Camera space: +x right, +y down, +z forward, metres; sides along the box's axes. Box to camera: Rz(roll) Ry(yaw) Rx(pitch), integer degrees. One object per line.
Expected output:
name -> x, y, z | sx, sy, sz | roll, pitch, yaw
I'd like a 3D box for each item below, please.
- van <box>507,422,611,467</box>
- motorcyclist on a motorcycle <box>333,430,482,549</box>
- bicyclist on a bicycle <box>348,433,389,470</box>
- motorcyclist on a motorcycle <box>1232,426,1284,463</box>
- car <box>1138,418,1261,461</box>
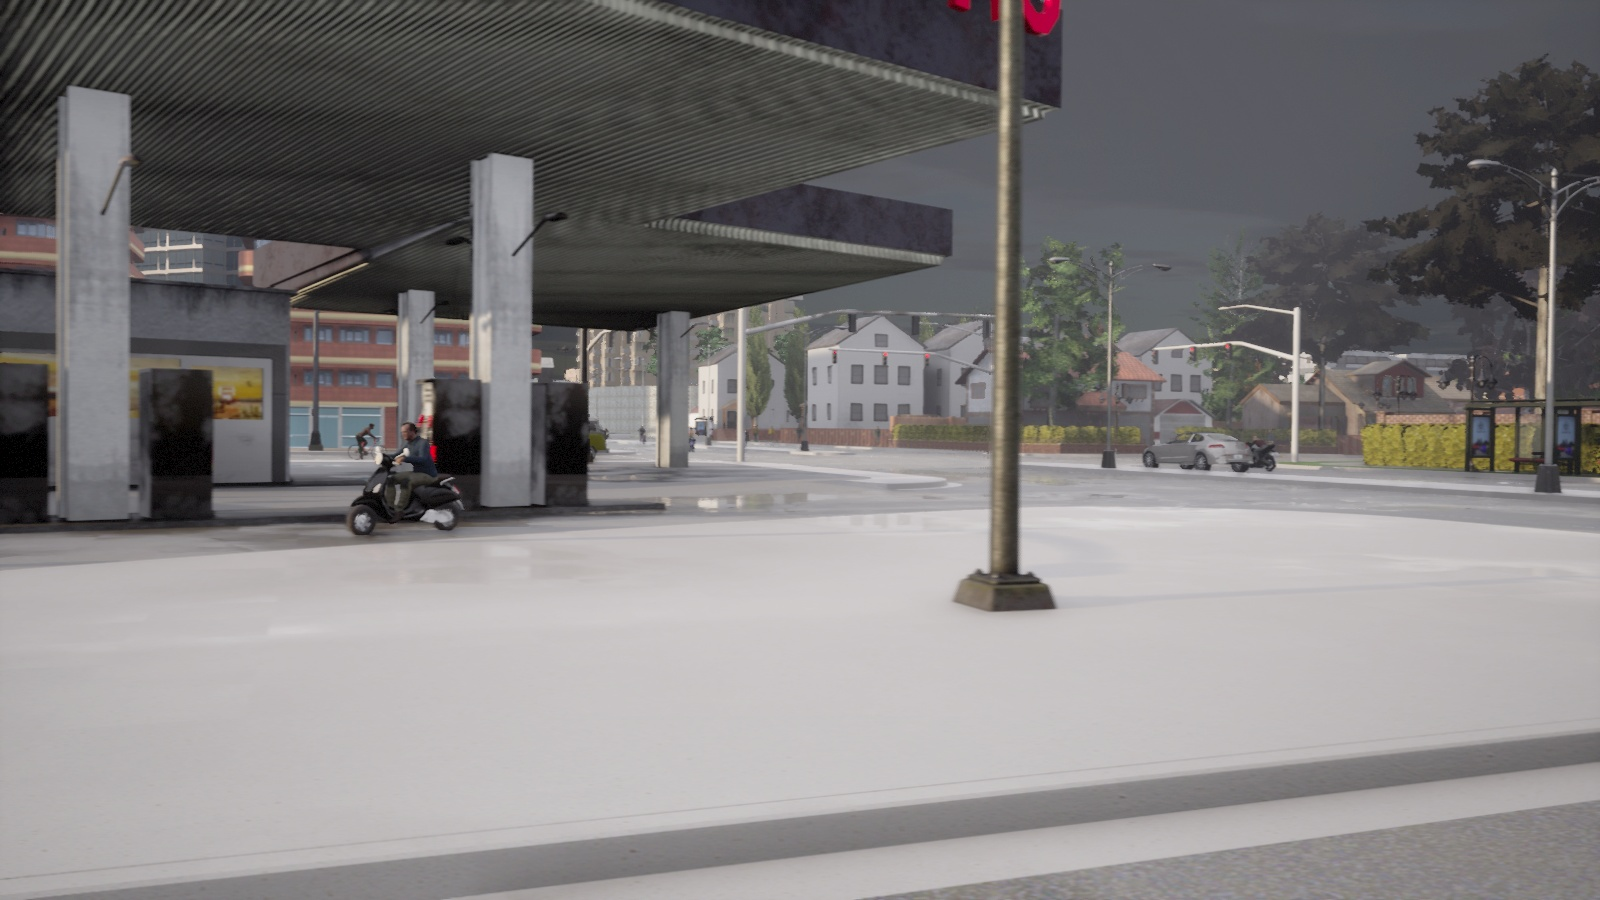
van -> -11.208, -0.279, 58.462 | 4.442, 1.987, 1.775 | -1, 1, -23
motorcyclist on a motorcycle -> -5.588, 0.520, 17.937 | 0.866, 1.590, 1.817 | 1, 2, 43
bicyclist on a bicycle -> -19.014, 0.056, 55.345 | 1.656, 1.620, 0.582 | -1, 1, -22
motorcyclist on a motorcycle -> 19.407, -0.244, 53.267 | 0.866, 1.530, 2.191 | -1, 1, -21
car -> 16.309, -0.439, 51.560 | 2.152, 1.651, 5.027 | -1, 1, -21
